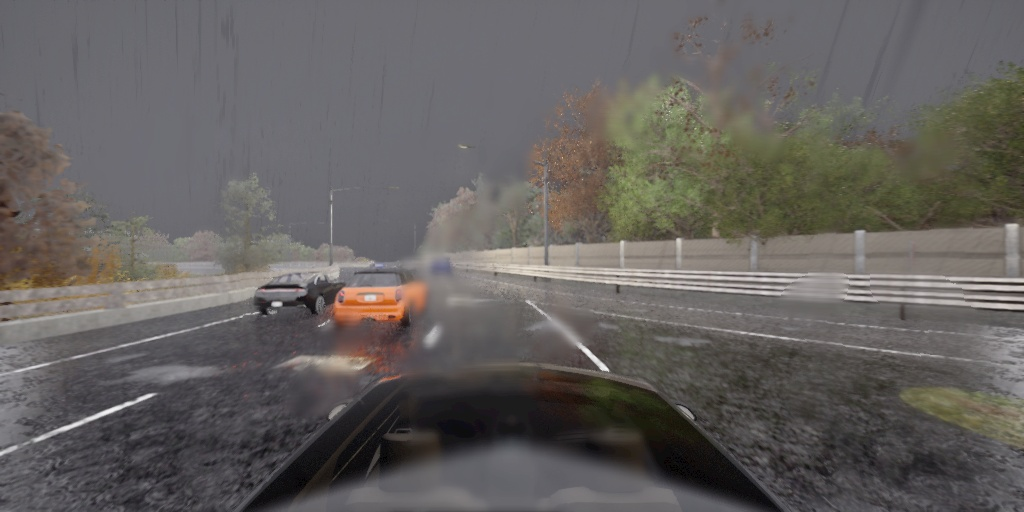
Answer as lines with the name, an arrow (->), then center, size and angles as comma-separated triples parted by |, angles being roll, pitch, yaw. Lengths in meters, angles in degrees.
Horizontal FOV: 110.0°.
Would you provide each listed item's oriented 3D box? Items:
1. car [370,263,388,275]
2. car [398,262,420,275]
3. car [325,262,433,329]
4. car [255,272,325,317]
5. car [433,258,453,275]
car -> -17.491, 1.648, 47.152 | 1.812, 1.442, 4.674 | 0, 0, -25
car -> -13.382, 1.593, 46.555 | 2.128, 1.511, 4.902 | 0, 0, -24
car -> -4.076, 1.186, 11.906 | 2.097, 1.767, 4.553 | 0, 0, -6
car -> -7.828, 1.355, 13.960 | 2.128, 1.511, 4.902 | 0, 0, -6
car -> -8.964, 1.296, 45.244 | 2.150, 2.045, 5.566 | 0, 0, -22
